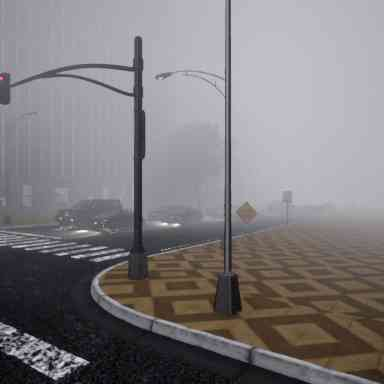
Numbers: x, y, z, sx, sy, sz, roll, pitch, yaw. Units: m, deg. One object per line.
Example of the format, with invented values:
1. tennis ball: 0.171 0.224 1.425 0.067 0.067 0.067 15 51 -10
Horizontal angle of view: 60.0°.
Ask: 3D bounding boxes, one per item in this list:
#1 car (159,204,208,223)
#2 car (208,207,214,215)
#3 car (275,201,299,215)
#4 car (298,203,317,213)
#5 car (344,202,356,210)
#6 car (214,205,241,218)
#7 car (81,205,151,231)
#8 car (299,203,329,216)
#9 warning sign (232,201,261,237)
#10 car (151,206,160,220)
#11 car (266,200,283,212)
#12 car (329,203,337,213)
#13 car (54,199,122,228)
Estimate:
1. car: -0.662 2.033 30.336 1.994 1.385 4.181 0 -1 32
2. car: 3.635 2.299 43.030 1.895 1.301 4.718 0 -1 32
3. car: 13.493 2.373 46.108 1.812 1.442 4.674 0 -1 33
4. car: 19.012 2.593 54.795 1.994 1.385 4.181 0 -1 33
5. car: 31.403 2.770 65.984 1.801 1.575 5.366 0 -1 33
6. car: 4.799 2.251 38.834 1.895 1.301 4.718 0 -1 33
7. car: -5.194 1.883 23.270 1.994 1.385 4.181 0 -1 33
8. car: 16.457 2.406 44.704 2.033 1.411 5.357 0 -1 33
9. warning sign: 3.052 1.454 18.587 1.300 1.860 1.060 1 1 33
10. car: -2.465 2.001 33.536 1.837 1.490 4.892 0 -1 33
11. car: 13.563 2.254 52.319 2.150 2.045 5.566 0 -1 33
12. car: 21.748 2.537 53.041 1.837 1.490 4.892 0 -1 33
13. car: -7.643 1.547 25.467 2.150 2.045 5.566 0 -1 33
